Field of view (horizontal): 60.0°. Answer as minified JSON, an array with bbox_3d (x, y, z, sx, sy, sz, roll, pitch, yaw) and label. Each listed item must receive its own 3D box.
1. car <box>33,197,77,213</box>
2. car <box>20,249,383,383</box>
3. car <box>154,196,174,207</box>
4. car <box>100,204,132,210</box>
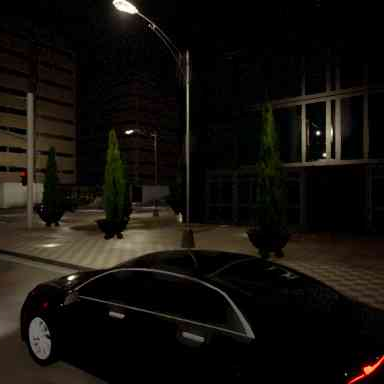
[{"bbox_3d":[-15.049,1.407,36.571,2.097,1.767,4.553,0,0,35],"label":"car"},{"bbox_3d":[-0.249,1.505,4.169,4.892,1.490,1.837,0,0,36],"label":"car"},{"bbox_3d":[-3.975,1.407,52.243,2.097,1.767,4.553,0,0,35],"label":"car"},{"bbox_3d":[-9.924,1.581,43.819,1.812,1.442,4.674,0,0,35],"label":"car"}]
